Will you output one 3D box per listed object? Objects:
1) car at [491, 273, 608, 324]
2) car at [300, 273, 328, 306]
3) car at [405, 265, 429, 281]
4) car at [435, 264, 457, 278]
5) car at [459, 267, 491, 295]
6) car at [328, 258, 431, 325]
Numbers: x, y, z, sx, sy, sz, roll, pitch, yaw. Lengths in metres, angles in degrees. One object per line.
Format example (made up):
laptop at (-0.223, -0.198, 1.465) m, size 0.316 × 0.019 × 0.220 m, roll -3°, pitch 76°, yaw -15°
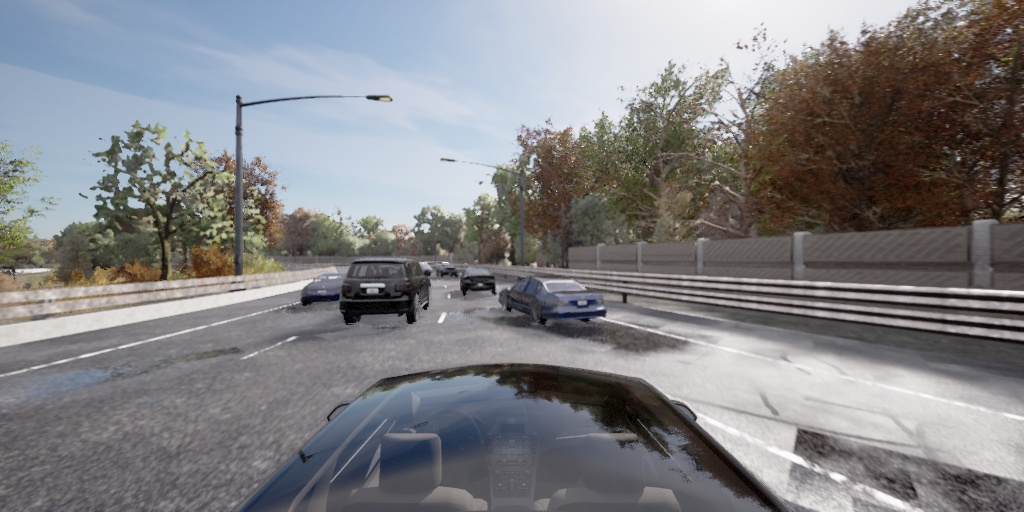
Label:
car at (1.126, 1.400, 12.508) m, size 2.033 × 1.411 × 5.357 m, roll 0°, pitch -1°, yaw -20°
car at (-8.435, 1.511, 17.304) m, size 1.994 × 1.385 × 4.181 m, roll 0°, pitch -1°, yaw -9°
car at (-10.035, 1.698, 37.586) m, size 2.033 × 1.411 × 5.357 m, roll 0°, pitch -1°, yaw -20°
car at (-7.381, 1.665, 40.018) m, size 1.837 × 1.490 × 4.892 m, roll 0°, pitch -1°, yaw -21°
car at (-2.157, 1.436, 21.843) m, size 1.882 × 1.535 × 5.008 m, roll 0°, pitch 0°, yaw -10°
car at (-4.218, 1.103, 12.741) m, size 2.150 × 2.045 × 5.566 m, roll 0°, pitch -1°, yaw -6°
